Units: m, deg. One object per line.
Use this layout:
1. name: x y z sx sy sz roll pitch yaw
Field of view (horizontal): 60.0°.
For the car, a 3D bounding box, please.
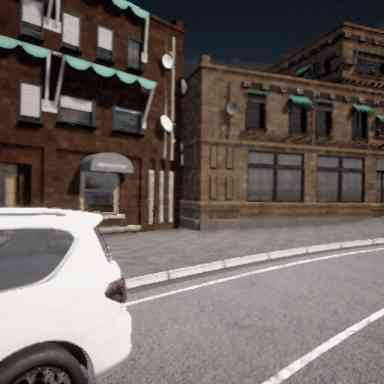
1. car: -3.117 1.193 2.435 5.566 2.045 2.150 0 0 -43
